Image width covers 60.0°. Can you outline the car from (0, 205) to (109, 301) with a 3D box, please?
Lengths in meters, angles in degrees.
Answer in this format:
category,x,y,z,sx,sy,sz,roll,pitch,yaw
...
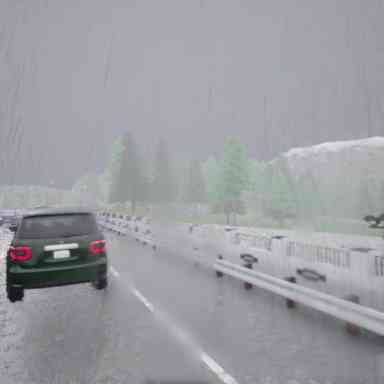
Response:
category,x,y,z,sx,sy,sz,roll,pitch,yaw
car,-3.827,1.462,9.377,2.150,2.045,5.566,-1,-1,-25

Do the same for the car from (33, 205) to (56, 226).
category,x,y,z,sx,sy,sz,roll,pitch,yaw
car,-16.344,2.507,36.824,2.150,2.045,5.566,-1,-1,-25
